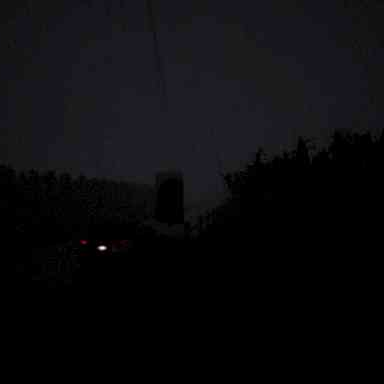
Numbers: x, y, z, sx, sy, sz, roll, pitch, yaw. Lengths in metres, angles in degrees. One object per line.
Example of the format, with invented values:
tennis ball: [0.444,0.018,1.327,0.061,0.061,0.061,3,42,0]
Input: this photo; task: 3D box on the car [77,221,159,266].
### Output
car: [-2.516,1.748,12.353,1.994,1.385,4.181,-1,-1,8]

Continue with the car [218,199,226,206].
car: [7.974,2.860,89.156,2.128,1.511,4.902,-1,-1,8]
